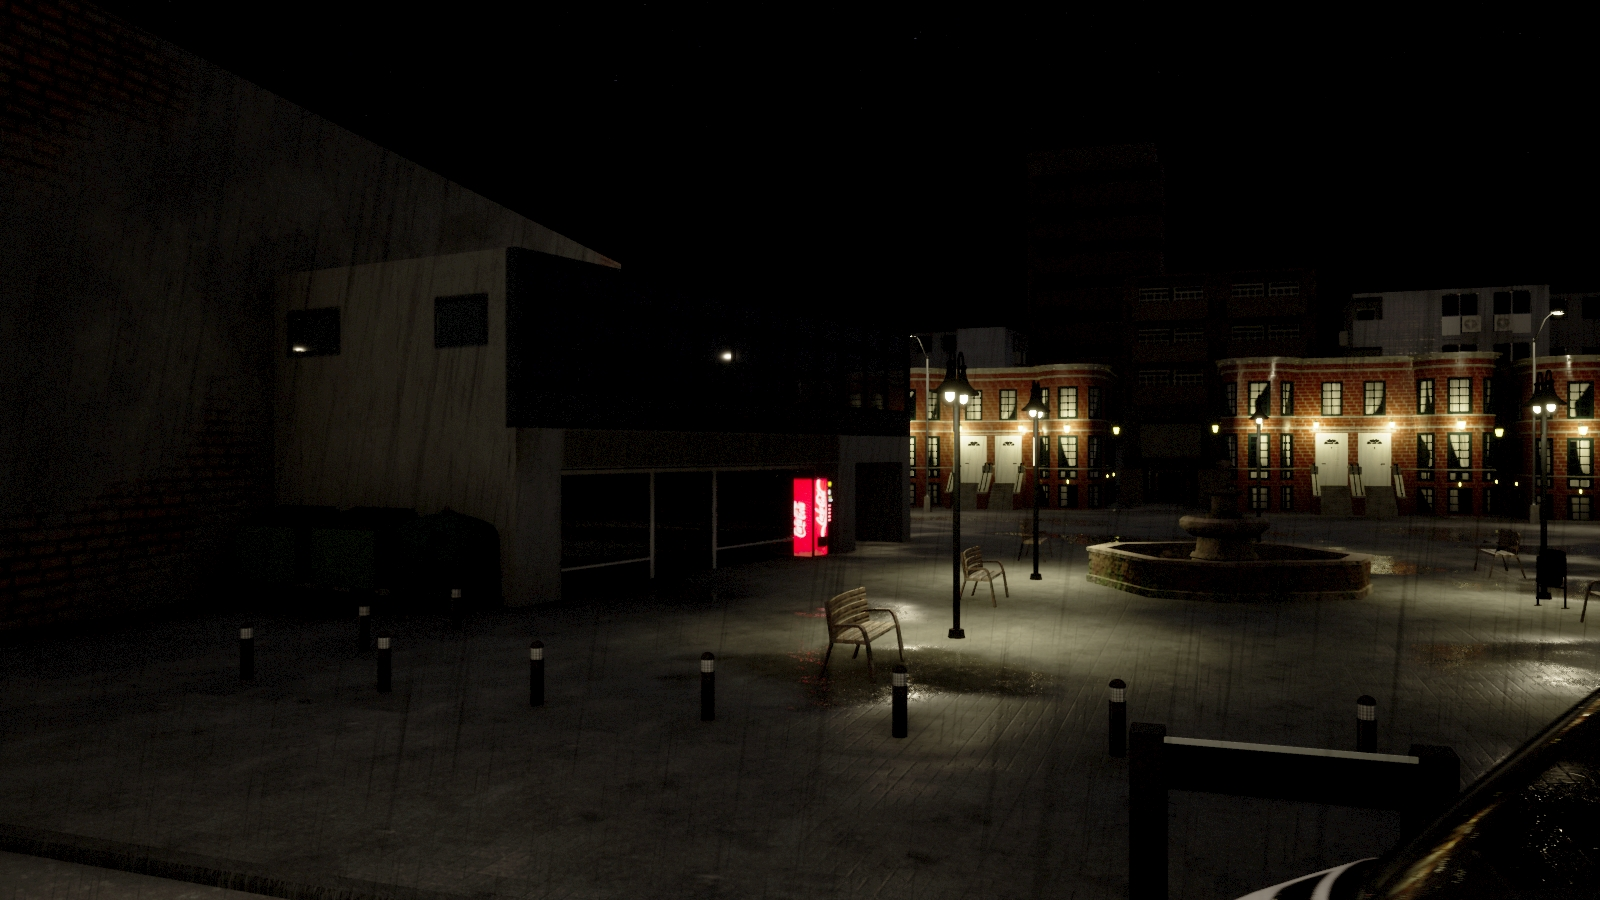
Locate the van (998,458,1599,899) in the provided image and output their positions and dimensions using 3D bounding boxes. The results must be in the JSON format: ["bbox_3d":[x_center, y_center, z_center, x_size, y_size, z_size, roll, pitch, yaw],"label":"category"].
[{"bbox_3d":[3.572,1.315,2.545,5.915,2.561,1.988,0,0,20],"label":"van"}]
